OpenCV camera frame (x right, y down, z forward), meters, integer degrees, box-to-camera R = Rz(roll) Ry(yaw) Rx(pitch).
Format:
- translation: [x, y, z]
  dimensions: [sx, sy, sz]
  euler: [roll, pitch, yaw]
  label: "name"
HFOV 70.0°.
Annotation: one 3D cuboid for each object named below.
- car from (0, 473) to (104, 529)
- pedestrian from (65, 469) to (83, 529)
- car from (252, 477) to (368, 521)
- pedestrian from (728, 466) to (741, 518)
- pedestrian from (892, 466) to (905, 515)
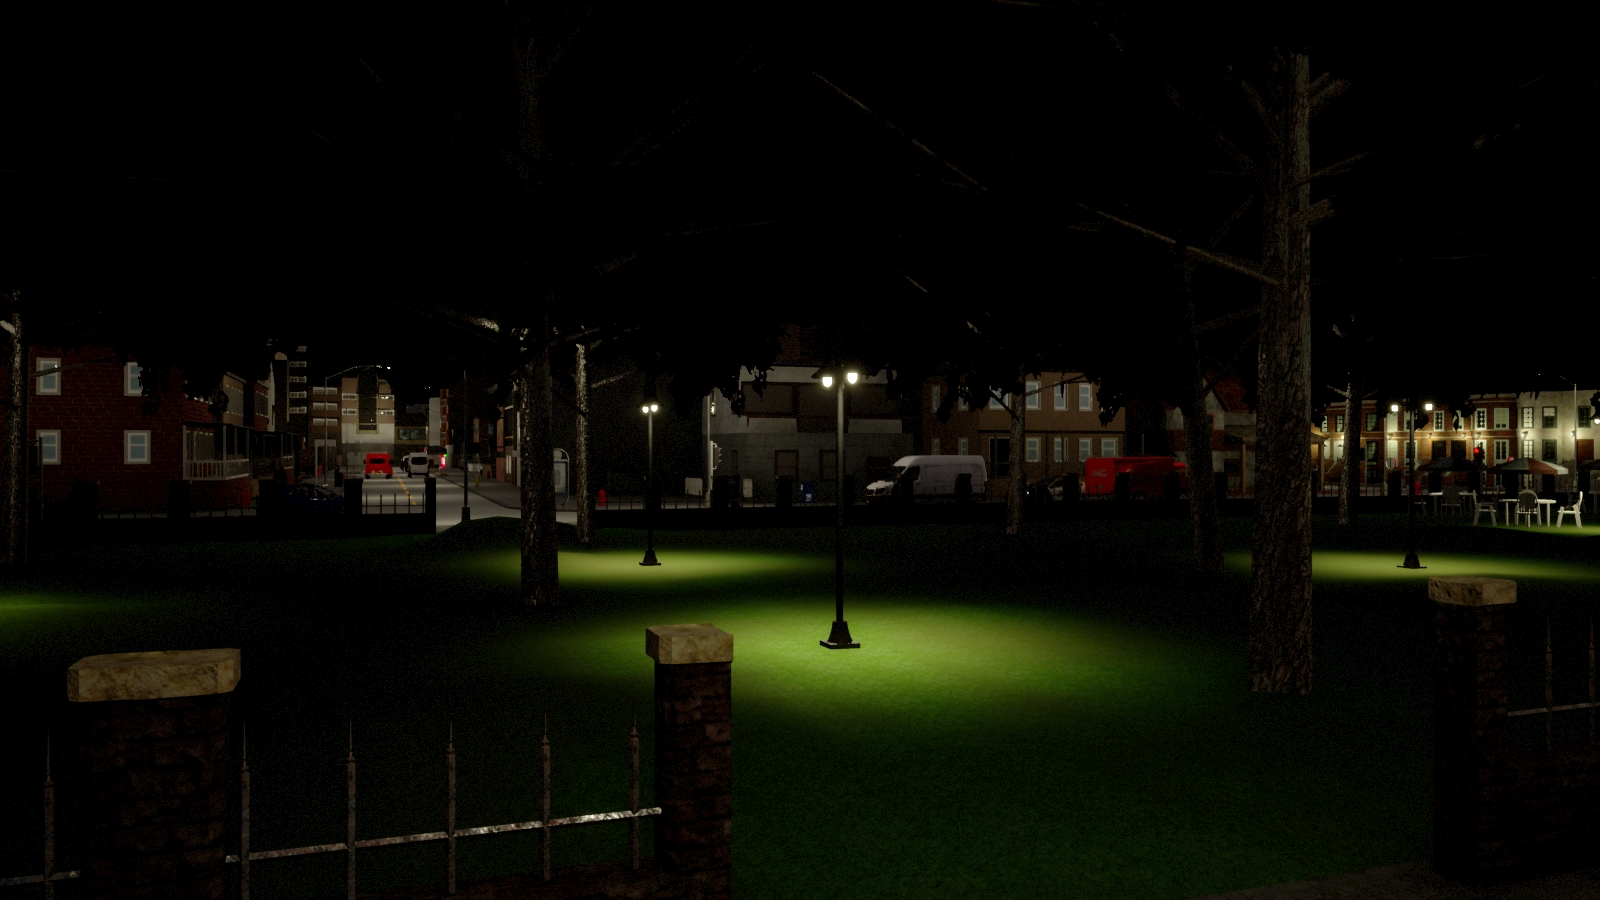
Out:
- translation: [-26.122, 1.687, 38.214]
  dimensions: [4.553, 1.767, 2.097]
  euler: [0, 0, -20]
  label: "car"
- translation: [-22.742, 1.525, 35.809]
  dimensions: [0.375, 1.860, 0.375]
  euler: [0, 0, 39]
  label: "pedestrian"
- translation: [-18.661, 1.818, 43.587]
  dimensions: [1.845, 1.501, 3.633]
  euler: [1, 0, 41]
  label: "car"
- translation: [-2.351, 1.525, 41.260]
  dimensions: [0.375, 1.860, 0.375]
  euler: [0, 0, -20]
  label: "pedestrian"
- translation: [3.753, 1.525, 43.548]
  dimensions: [0.375, 1.860, 0.375]
  euler: [0, 0, -16]
  label: "pedestrian"
